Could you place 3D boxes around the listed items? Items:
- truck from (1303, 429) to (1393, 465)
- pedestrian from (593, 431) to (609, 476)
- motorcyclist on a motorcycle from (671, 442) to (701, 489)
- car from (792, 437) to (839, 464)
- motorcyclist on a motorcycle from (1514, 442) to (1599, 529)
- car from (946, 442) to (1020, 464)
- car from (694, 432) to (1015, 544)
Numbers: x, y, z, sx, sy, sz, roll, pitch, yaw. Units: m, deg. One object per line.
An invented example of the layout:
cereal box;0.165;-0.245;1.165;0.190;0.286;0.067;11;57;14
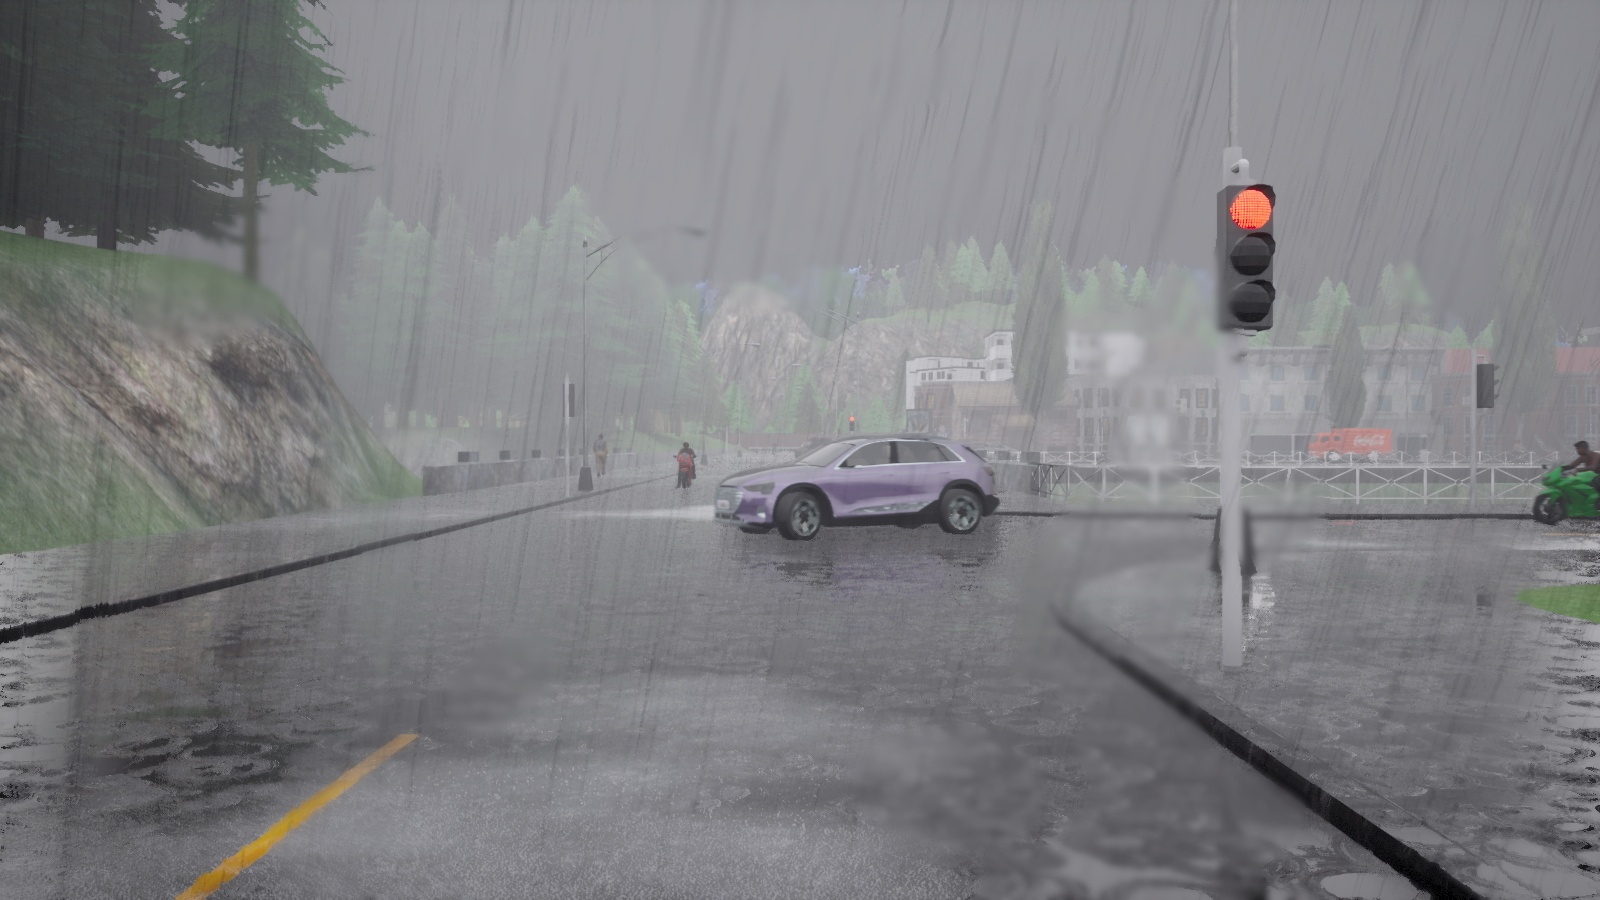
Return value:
truck;38.300;-0.206;87.888;5.204;2.467;2.627;0;0;0
pedestrian;-8.284;0.154;52.373;0.540;1.848;0.694;0;0;3
motorcyclist on a motorcycle;-3.751;0.491;41.501;0.797;1.523;2.044;0;0;0
car;1.134;0.019;92.506;1.905;1.878;3.866;0;0;-27
motorcyclist on a motorcycle;13.966;0.613;22.370;2.044;1.523;0.797;0;0;0
car;12.814;0.215;88.021;4.902;1.511;2.128;0;0;0
car;0.912;0.562;20.469;4.856;1.649;2.033;0;0;-27
